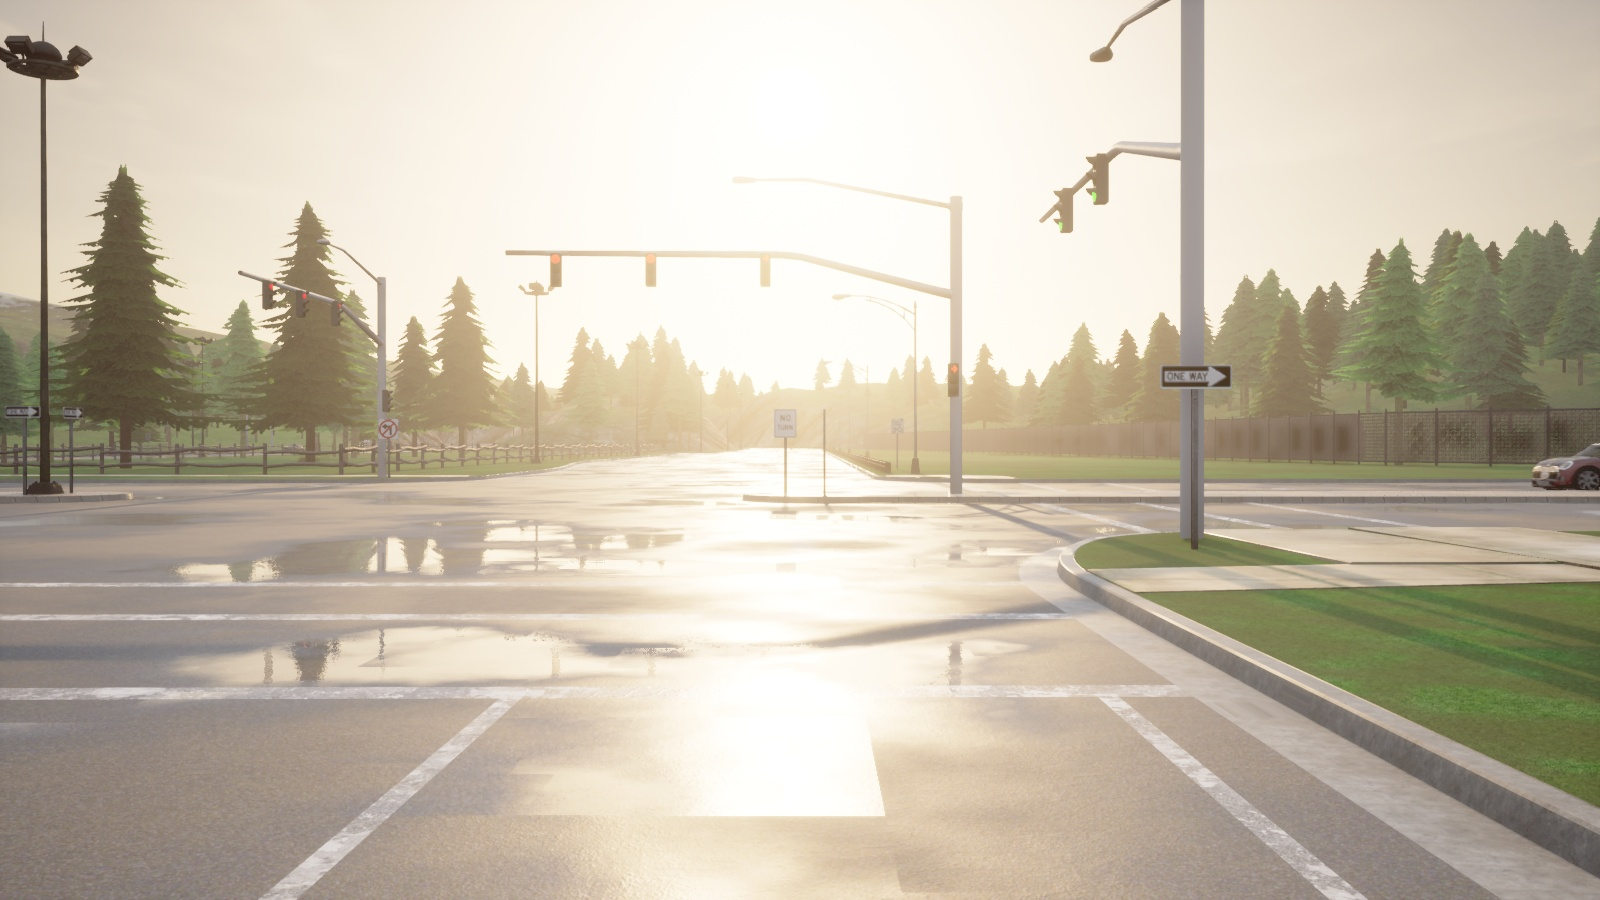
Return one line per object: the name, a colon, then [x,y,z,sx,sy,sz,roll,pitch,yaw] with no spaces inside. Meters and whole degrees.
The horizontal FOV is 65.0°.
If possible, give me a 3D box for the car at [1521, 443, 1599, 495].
car: [23.542,0.524,36.672,3.806,1.475,1.970,0,0,1]
